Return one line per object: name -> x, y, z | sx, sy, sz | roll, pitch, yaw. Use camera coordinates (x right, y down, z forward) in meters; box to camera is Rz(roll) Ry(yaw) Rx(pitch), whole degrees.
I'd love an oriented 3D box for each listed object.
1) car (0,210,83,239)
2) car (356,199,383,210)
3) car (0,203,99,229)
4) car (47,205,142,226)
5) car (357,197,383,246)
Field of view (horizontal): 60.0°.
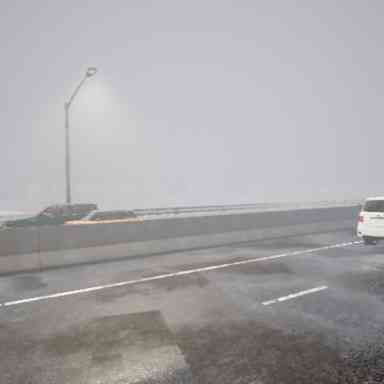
car -> -10.160, 2.097, 22.359 | 4.902, 1.511, 2.128 | -1, -1, -34
car -> 24.340, 1.626, 44.765 | 4.718, 1.301, 1.895 | -1, -1, -32
car -> -8.024, 1.729, 19.593 | 5.566, 2.045, 2.150 | -1, -1, -34
car -> -4.820, 1.743, 17.515 | 4.553, 1.767, 2.097 | -1, -1, -34
car -> 9.297, 1.180, 14.046 | 5.566, 2.045, 2.150 | -1, -1, -33
